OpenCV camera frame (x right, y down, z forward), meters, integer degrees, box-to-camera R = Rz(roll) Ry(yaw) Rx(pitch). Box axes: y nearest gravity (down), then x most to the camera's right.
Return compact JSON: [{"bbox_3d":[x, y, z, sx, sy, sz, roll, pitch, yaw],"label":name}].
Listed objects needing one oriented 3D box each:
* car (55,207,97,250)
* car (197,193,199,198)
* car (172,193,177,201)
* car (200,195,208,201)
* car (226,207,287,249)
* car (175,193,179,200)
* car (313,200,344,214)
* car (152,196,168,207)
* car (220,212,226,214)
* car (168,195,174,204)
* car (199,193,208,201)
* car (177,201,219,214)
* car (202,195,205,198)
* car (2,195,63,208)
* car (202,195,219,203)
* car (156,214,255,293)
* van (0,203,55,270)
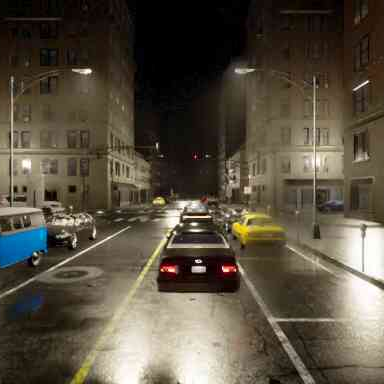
[{"bbox_3d":[-5.332,1.550,14.145,2.008,1.369,4.403,0,0,0],"label":"car"},{"bbox_3d":[2.980,1.305,80.483,2.192,1.841,5.009,0,0,0],"label":"car"},{"bbox_3d":[-5.069,1.542,74.832,2.008,1.369,4.403,0,0,0],"label":"car"},{"bbox_3d":[3.004,1.554,86.165,1.947,1.339,4.313,0,0,0],"label":"car"},{"bbox_3d":[2.703,1.525,14.281,1.752,1.417,4.829,0,0,0],"label":"car"},{"bbox_3d":[-5.021,1.428,86.194,1.967,1.590,4.097,0,0,0],"label":"car"},{"bbox_3d":[14.660,1.473,34.106,4.181,1.385,1.994,0,0,0],"label":"car"},{"bbox_3d":[-5.168,1.523,51.938,1.752,1.417,4.829,0,0,0],"label":"car"},{"bbox_3d":[2.720,1.550,19.517,2.008,1.369,4.403,0,0,0],"label":"car"},{"bbox_3d":[-5.118,1.561,63.470,1.947,1.339,4.313,0,0,0],"label":"car"},{"bbox_3d":[2.931,1.434,69.120,1.967,1.590,4.097,0,0,0],"label":"car"},{"bbox_3d":[0.192,1.491,19.416,2.128,1.511,4.902,0,0,-2],"label":"car"},{"bbox_3d":[2.858,1.579,52.074,1.802,1.307,4.206,0,0,0],"label":"car"},{"bbox_3d":[-14.902,1.295,31.184,5.566,2.045,2.150,0,0,2],"label":"car"},{"bbox_3d":[2.834,1.549,46.393,2.008,1.369,4.403,0,0,0],"label":"car"},{"bbox_3d":[0.136,1.547,8.970,2.033,1.411,5.357,0,0,0],"label":"car"},{"bbox_3d":[-5.357,1.341,8.738,1.690,1.788,3.998,0,0,0],"label":"van"}]
